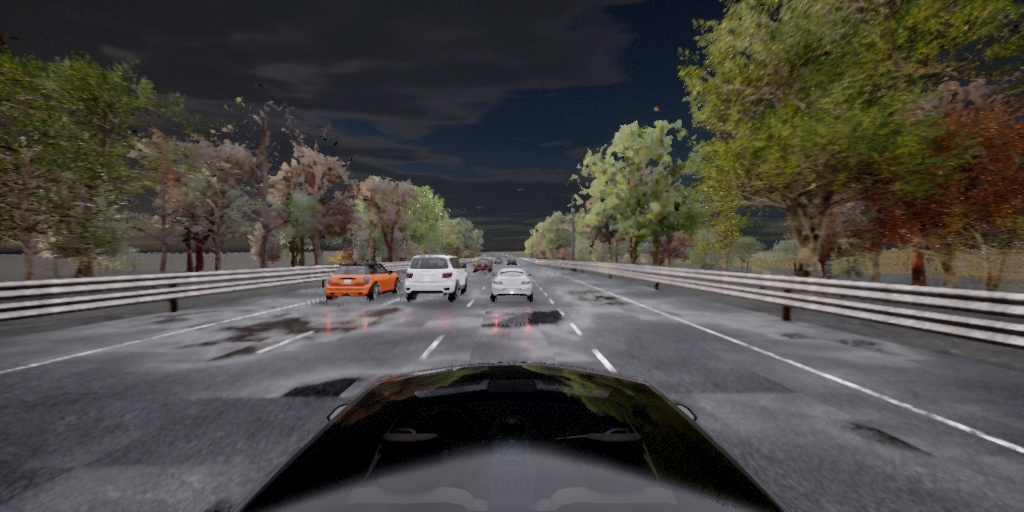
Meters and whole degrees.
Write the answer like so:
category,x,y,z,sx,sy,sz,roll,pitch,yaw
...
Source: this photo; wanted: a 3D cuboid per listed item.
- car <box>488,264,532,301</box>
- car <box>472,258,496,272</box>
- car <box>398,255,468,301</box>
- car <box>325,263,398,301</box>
category,x,y,z,sx,sy,sz,roll,pitch,yaw
car,-0.003,1.276,17.343,1.812,1.442,4.674,0,0,0
car,-3.509,1.107,45.022,2.097,1.767,4.553,0,0,0
car,-3.503,0.971,17.462,2.150,2.045,5.566,0,0,0
car,-7.003,1.100,17.389,2.097,1.767,4.553,0,0,0
